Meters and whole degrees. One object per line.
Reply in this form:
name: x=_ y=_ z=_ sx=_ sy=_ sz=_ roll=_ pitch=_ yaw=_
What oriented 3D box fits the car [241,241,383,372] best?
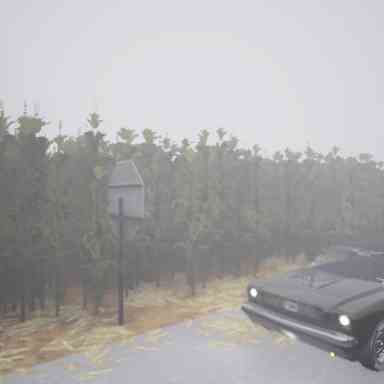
car: x=3.089 y=1.628 z=5.842 sx=4.718 sy=1.301 sz=1.895 roll=0 pitch=0 yaw=-37
